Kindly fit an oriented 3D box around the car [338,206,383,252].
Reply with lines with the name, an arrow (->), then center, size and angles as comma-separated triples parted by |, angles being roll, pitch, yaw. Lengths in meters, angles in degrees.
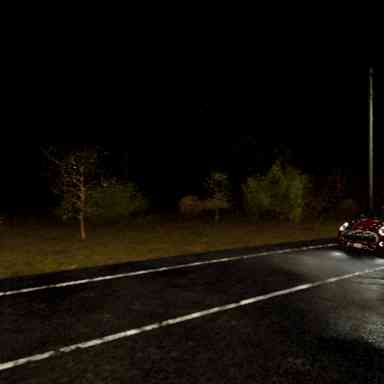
car -> 7.927, 1.347, 13.206 | 4.553, 1.767, 2.097 | 0, 0, -31
